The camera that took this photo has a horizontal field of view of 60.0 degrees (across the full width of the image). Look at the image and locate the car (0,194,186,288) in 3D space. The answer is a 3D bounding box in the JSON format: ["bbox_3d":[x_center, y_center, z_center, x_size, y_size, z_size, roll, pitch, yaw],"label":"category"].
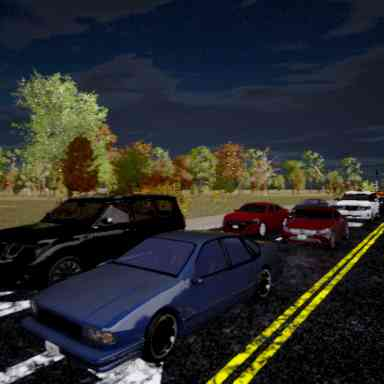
[{"bbox_3d":[-2.320,1.083,8.601,2.150,2.045,5.566,1,1,35],"label":"car"}]

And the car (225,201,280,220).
[{"bbox_3d":[3.354,1.251,16.841,1.882,1.535,5.008,1,1,35],"label":"car"}]

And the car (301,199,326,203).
[{"bbox_3d":[9.201,1.230,25.312,2.033,1.411,5.357,1,1,35],"label":"car"}]

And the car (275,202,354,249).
[{"bbox_3d":[5.295,1.351,13.929,1.812,1.442,4.674,1,1,34],"label":"car"}]

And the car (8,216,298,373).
[{"bbox_3d":[-0.060,1.456,6.097,2.033,1.411,5.357,1,1,37],"label":"car"}]

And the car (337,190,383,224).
[{"bbox_3d":[11.374,0.953,22.732,2.150,2.045,5.566,1,1,35],"label":"car"}]
